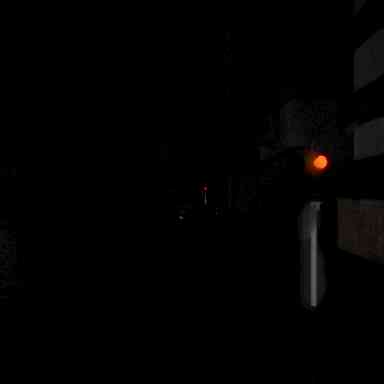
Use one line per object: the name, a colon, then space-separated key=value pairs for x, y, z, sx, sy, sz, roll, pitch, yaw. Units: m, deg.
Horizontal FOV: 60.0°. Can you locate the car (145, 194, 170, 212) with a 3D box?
car: x=-4.154 y=1.221 z=39.647 sx=2.150 sy=2.045 sz=5.566 roll=0 pitch=0 yaw=0

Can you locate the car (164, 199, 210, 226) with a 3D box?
car: x=-0.032 y=1.478 z=23.432 sx=1.882 sy=1.535 sz=5.008 roll=2 pitch=0 yaw=16

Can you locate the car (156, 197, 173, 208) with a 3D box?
car: x=-4.141 y=1.547 z=50.291 sx=2.033 sy=1.411 sz=5.357 roll=0 pitch=0 yaw=0

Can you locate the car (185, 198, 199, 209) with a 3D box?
car: x=0.020 y=1.600 z=47.423 sx=1.895 sy=1.301 sz=4.718 roll=0 pitch=0 yaw=0
